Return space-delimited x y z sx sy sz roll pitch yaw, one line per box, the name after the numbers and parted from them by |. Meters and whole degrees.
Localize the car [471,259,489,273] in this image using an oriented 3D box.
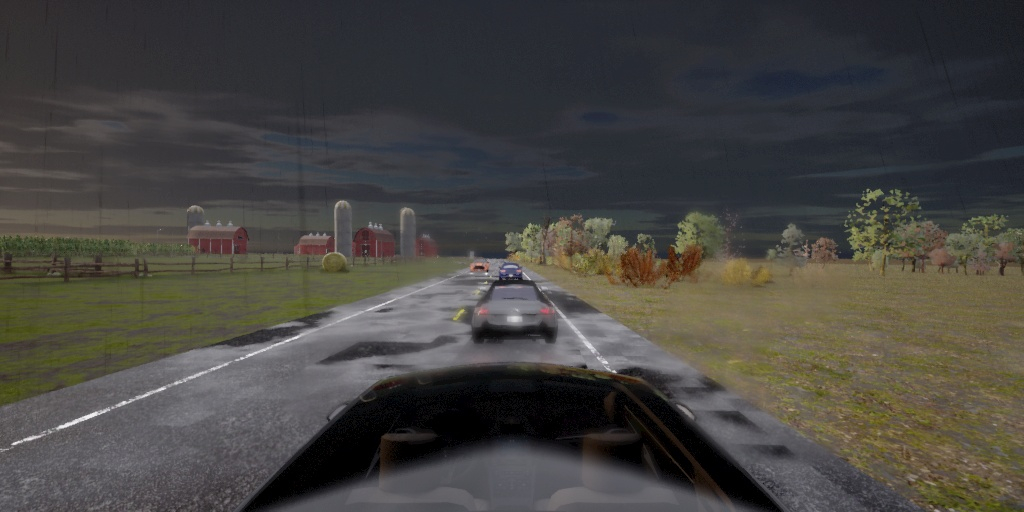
-3.952 1.104 44.769 2.097 1.767 4.553 0 0 -1 | car

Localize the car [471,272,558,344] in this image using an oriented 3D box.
0.058 1.313 9.640 1.994 1.385 4.181 0 0 0 | car

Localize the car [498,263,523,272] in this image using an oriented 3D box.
-0.117 1.274 29.033 1.812 1.442 4.674 0 0 -1 | car
